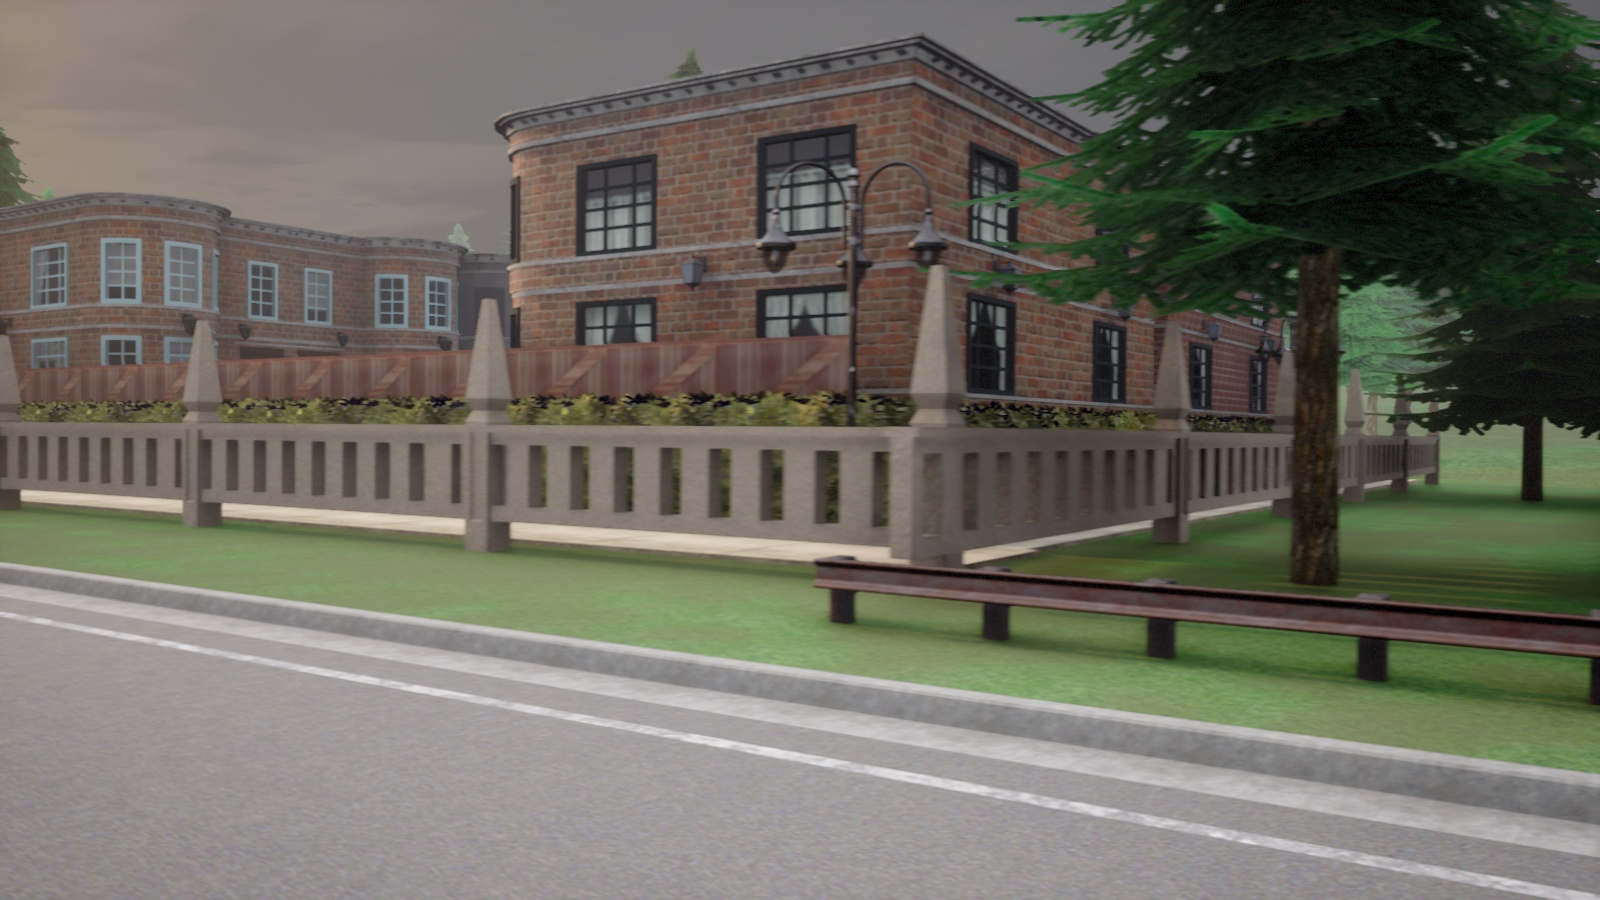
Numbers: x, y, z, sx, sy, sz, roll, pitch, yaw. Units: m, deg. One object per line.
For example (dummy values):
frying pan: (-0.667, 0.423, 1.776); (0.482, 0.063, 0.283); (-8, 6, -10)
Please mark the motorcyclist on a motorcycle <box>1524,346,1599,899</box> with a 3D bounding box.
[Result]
motorcyclist on a motorcycle: (2.513, 0.632, 1.957); (2.350, 1.649, 0.766); (0, 1, 33)
